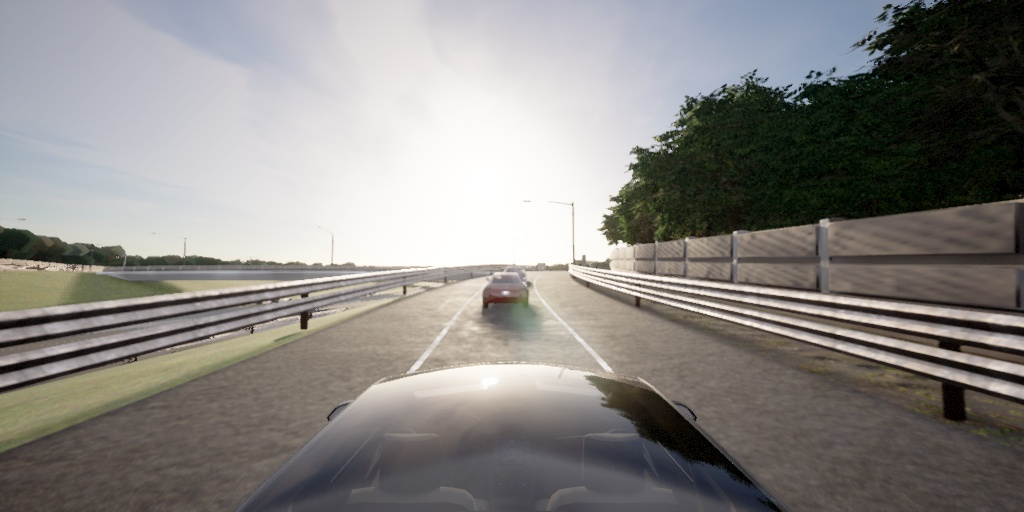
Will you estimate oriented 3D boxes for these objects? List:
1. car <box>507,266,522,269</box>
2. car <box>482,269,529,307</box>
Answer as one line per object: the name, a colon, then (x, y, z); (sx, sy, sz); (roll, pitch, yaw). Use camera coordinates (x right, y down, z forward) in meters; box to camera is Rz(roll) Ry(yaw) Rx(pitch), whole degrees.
car: (0.235, 1.574, 31.130); (1.994, 1.385, 4.181); (0, 0, 5)
car: (-0.263, 1.448, 16.251); (1.994, 1.385, 4.181); (0, 0, 0)
